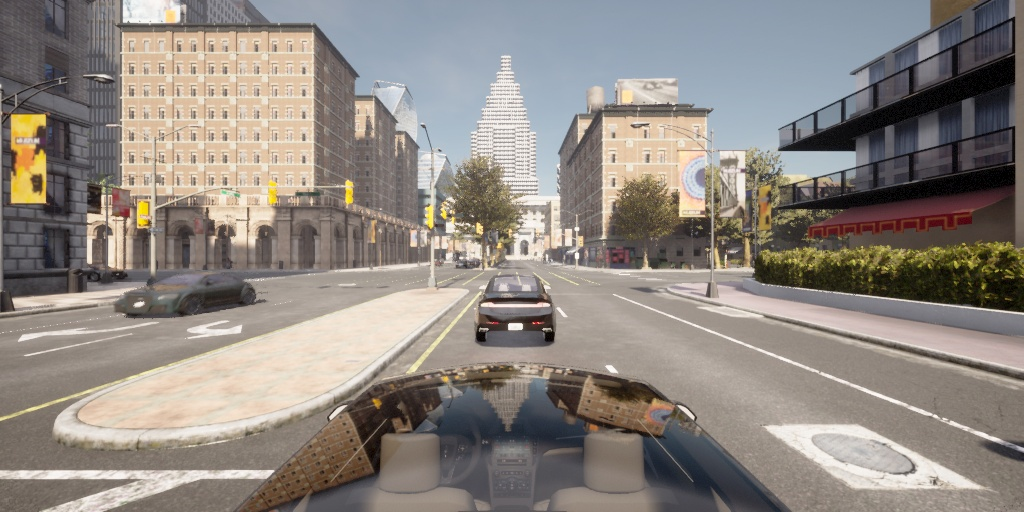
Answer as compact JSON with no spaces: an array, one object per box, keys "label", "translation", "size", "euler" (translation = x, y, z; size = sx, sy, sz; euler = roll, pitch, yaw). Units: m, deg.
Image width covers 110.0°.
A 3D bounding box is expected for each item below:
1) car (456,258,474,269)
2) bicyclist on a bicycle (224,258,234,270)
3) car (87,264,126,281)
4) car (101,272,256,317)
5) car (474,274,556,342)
[{"label":"car","translation":[-8.002,1.241,58.545],"size":[2.128,1.511,4.902],"euler":[0,0,0]},{"label":"bicyclist on a bicycle","translation":[-37.237,1.050,47.206],"size":[0.582,1.620,1.656],"euler":[0,0,0]},{"label":"car","translation":[-34.159,1.314,29.252],"size":[4.181,1.385,1.994],"euler":[0,0,0]},{"label":"car","translation":[-11.603,1.314,13.139],"size":[1.994,1.385,4.181],"euler":[0,0,0]},{"label":"car","translation":[0.082,1.242,9.797],"size":[2.128,1.511,4.902],"euler":[0,0,0]}]
